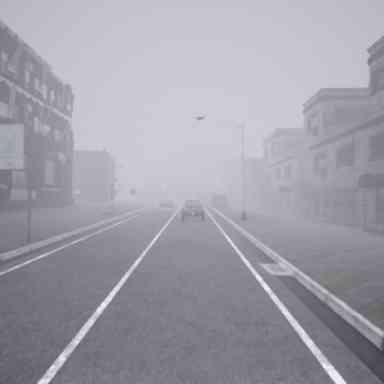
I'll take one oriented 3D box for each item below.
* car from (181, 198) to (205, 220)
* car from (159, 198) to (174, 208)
[{"bbox_3d":[0.083,1.497,28.072,2.128,1.511,4.902,0,0,0],"label":"car"},{"bbox_3d":[-3.583,1.574,47.737,1.994,1.385,4.181,0,0,0],"label":"car"}]
